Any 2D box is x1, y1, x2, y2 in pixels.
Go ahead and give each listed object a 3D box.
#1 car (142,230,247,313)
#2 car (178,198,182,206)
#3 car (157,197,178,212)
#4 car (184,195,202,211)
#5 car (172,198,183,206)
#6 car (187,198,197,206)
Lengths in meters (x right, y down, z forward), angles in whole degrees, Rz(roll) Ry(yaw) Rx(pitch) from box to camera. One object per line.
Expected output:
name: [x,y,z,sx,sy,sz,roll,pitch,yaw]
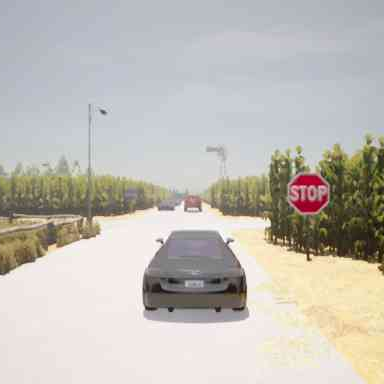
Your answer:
car: [0.067,1.558,7.763,1.994,1.385,4.181,0,0,1]
car: [-3.160,1.685,54.741,1.837,1.490,4.892,0,-1,0]
car: [-3.175,1.703,41.666,1.994,1.385,4.181,0,0,0]
car: [0.117,1.360,43.026,2.150,2.045,5.566,0,0,0]
car: [-3.071,2.061,70.404,2.128,1.511,4.902,0,-1,0]
car: [0.042,2.006,69.665,1.882,1.535,5.008,0,-1,0]
